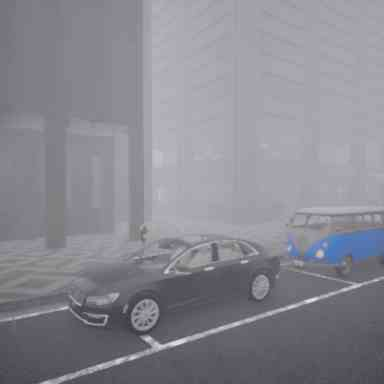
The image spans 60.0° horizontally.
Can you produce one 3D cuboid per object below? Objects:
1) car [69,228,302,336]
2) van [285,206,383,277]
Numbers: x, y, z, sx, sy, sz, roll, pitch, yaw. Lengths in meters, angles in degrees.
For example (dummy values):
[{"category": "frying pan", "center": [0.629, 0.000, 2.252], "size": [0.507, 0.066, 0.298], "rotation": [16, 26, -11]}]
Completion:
[{"category": "car", "center": [-0.108, 1.542, 6.573], "size": [4.403, 1.369, 2.008], "rotation": [0, 0, -35]}, {"category": "van", "center": [4.481, 1.319, 9.846], "size": [3.998, 1.788, 1.690], "rotation": [0, 0, -35]}]
